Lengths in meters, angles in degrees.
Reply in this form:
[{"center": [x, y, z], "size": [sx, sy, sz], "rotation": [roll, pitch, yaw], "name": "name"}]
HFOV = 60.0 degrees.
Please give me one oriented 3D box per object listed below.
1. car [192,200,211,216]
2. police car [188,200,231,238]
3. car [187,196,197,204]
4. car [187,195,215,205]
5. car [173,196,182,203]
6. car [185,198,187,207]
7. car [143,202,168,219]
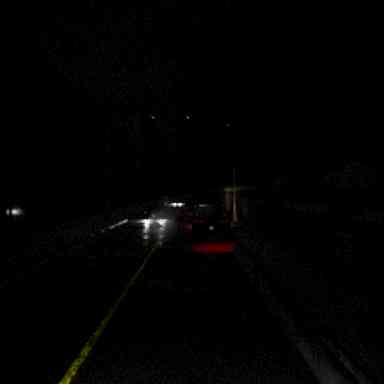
[{"center": [0.892, 1.548, 33.621], "size": [1.812, 1.442, 4.674], "rotation": [0, 0, 0], "name": "car"}, {"center": [0.895, 1.433, 17.731], "size": [1.930, 1.638, 5.238], "rotation": [0, 0, 0], "name": "police car"}, {"center": [-0.017, 1.623, 67.626], "size": [1.994, 1.385, 4.181], "rotation": [0, 0, 0], "name": "car"}, {"center": [0.893, 1.241, 27.651], "size": [2.150, 2.045, 5.566], "rotation": [0, 0, 0], "name": "car"}, {"center": [-3.017, 1.604, 70.179], "size": [2.128, 1.511, 4.902], "rotation": [0, 0, 0], "name": "car"}, {"center": [-0.013, 1.402, 52.597], "size": [2.097, 1.767, 4.553], "rotation": [0, 0, 0], "name": "car"}, {"center": [-3.106, 1.565, 29.539], "size": [2.033, 1.411, 5.357], "rotation": [0, 0, 0], "name": "car"}]
